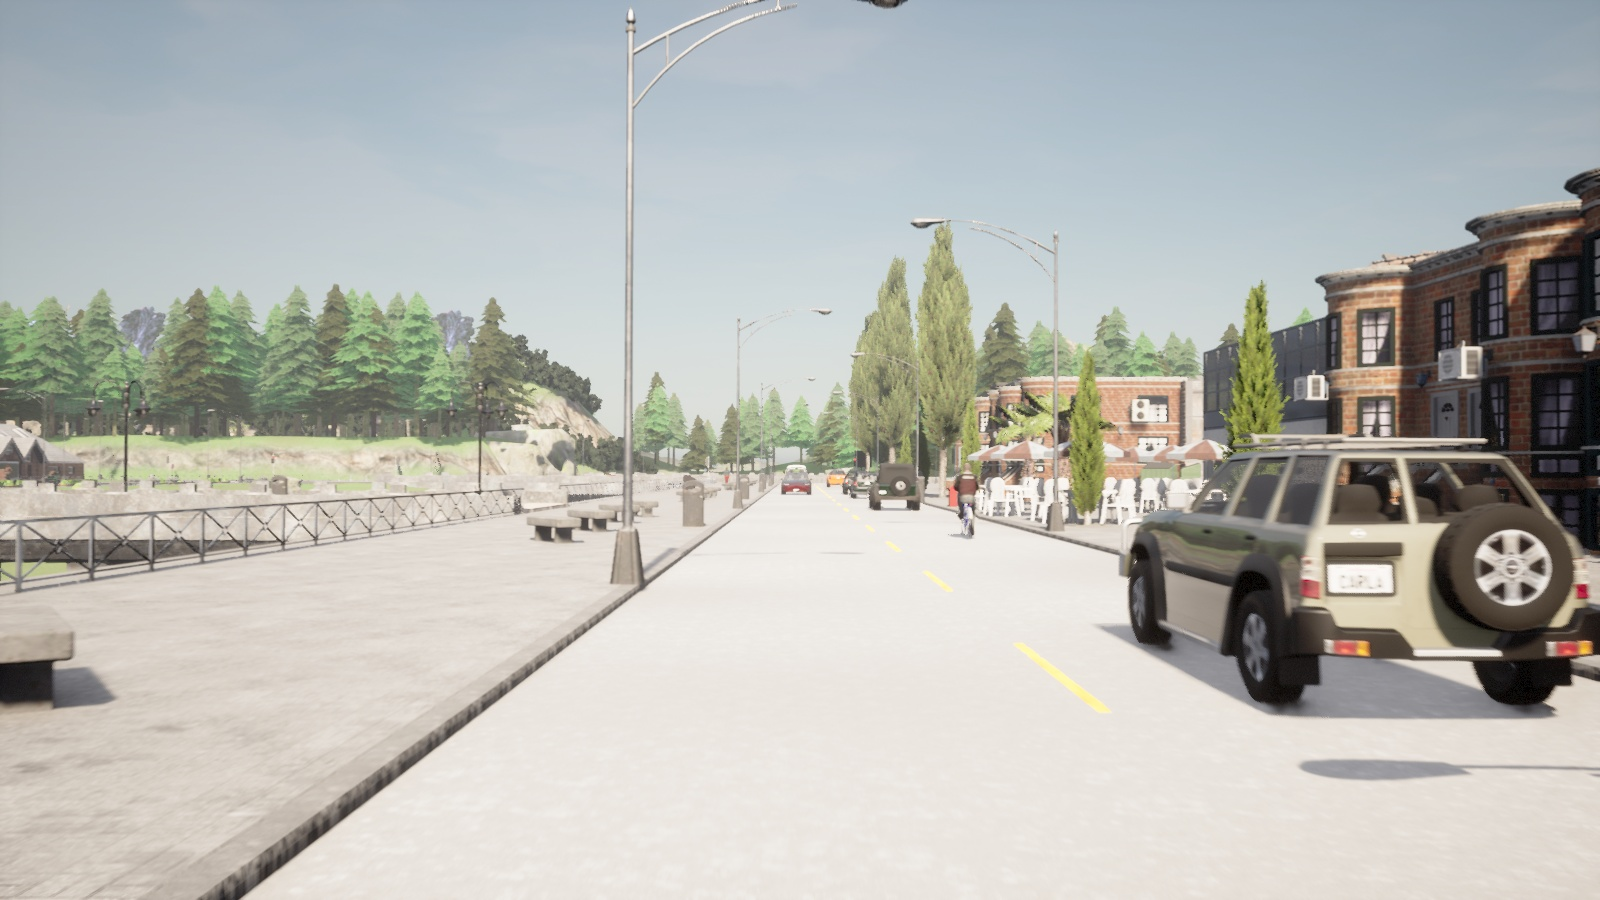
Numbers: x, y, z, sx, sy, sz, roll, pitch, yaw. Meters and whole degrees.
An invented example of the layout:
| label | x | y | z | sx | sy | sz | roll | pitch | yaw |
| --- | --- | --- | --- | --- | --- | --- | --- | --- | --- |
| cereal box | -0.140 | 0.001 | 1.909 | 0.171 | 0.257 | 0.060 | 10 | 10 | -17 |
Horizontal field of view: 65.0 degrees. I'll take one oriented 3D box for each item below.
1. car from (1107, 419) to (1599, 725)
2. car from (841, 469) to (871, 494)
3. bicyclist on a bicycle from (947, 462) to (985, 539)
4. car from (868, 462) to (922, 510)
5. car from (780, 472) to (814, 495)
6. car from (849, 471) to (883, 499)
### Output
| label | x | y | z | sx | sy | sz | roll | pitch | yaw |
| --- | --- | --- | --- | --- | --- | --- | --- | --- | --- |
| car | 3.973 | 0.782 | 9.954 | 1.932 | 1.855 | 4.605 | 0 | -1 | 0 |
| car | 3.778 | 2.119 | 84.942 | 1.851 | 1.617 | 3.988 | 0 | -1 | 0 |
| bicyclist on a bicycle | 3.918 | 1.167 | 29.741 | 0.659 | 1.776 | 1.843 | 0 | -1 | 0 |
| car | 3.864 | 1.457 | 51.495 | 1.905 | 1.878 | 3.866 | 0 | -1 | 0 |
| car | -0.216 | 2.202 | 82.822 | 2.163 | 1.488 | 4.792 | 0 | -1 | 0 |
| car | 3.809 | 2.001 | 73.041 | 1.789 | 1.549 | 3.705 | 0 | -1 | 0 |
